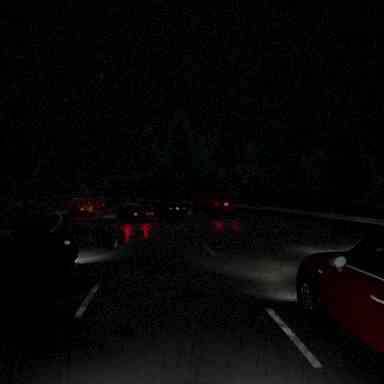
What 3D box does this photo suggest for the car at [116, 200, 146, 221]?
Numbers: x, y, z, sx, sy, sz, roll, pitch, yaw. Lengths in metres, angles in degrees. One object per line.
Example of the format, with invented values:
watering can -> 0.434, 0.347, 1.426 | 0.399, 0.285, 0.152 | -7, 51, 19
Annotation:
car -> -4.762, 1.377, 25.882 | 1.812, 1.442, 4.674 | 0, 1, -19

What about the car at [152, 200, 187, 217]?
car -> -2.048, 1.373, 28.926 | 2.033, 1.411, 5.357 | 0, 0, -21

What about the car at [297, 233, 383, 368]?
car -> 3.135, 1.315, 4.501 | 2.097, 1.767, 4.553 | 0, 0, -4

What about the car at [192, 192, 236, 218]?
car -> 1.788, 1.040, 28.467 | 2.150, 2.045, 5.566 | 0, 0, -19

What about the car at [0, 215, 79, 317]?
car -> -4.008, 1.512, 7.352 | 2.033, 1.411, 5.357 | 0, 0, -6

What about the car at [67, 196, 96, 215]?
car -> -10.517, 1.313, 31.021 | 1.882, 1.535, 5.008 | 0, 0, -24

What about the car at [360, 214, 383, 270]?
car -> 6.357, 1.438, 7.969 | 1.837, 1.490, 4.892 | 0, 0, -5

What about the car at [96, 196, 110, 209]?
car -> -11.339, 1.258, 40.208 | 1.882, 1.535, 5.008 | 0, 1, -29
